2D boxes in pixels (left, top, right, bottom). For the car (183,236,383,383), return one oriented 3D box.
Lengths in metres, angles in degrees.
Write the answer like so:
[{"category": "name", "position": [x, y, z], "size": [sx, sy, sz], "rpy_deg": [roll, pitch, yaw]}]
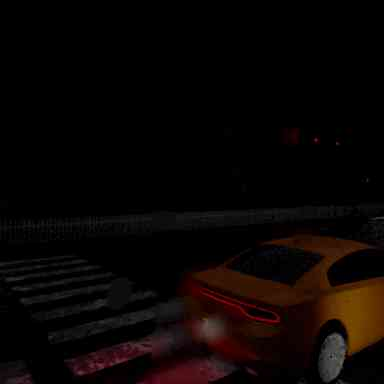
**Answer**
[{"category": "car", "position": [2.216, 1.470, 5.398], "size": [5.008, 1.535, 1.882], "rpy_deg": [0, 0, -36]}]
